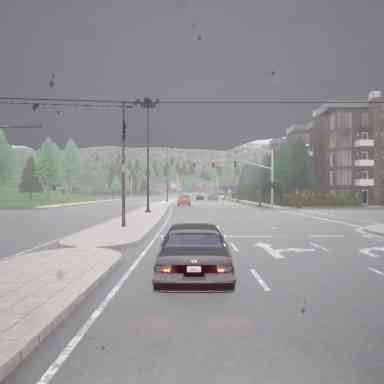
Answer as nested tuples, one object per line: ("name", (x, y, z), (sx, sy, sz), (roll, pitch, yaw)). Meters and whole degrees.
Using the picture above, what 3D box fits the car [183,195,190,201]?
("car", (-1.457, 1.523, 85.546), (1.812, 1.442, 4.674), (0, 0, 0))

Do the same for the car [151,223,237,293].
("car", (0.048, 1.547, 8.975), (2.033, 1.411, 5.357), (0, 0, 0))

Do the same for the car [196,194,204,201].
("car", (2.043, 1.477, 85.582), (1.882, 1.535, 5.008), (0, 0, 0))

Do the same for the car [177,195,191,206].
("car", (-1.317, 1.352, 54.721), (2.097, 1.767, 4.553), (0, 0, -1))

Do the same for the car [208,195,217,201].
("car", (5.543, 1.539, 85.587), (2.033, 1.411, 5.357), (0, 0, 0))
